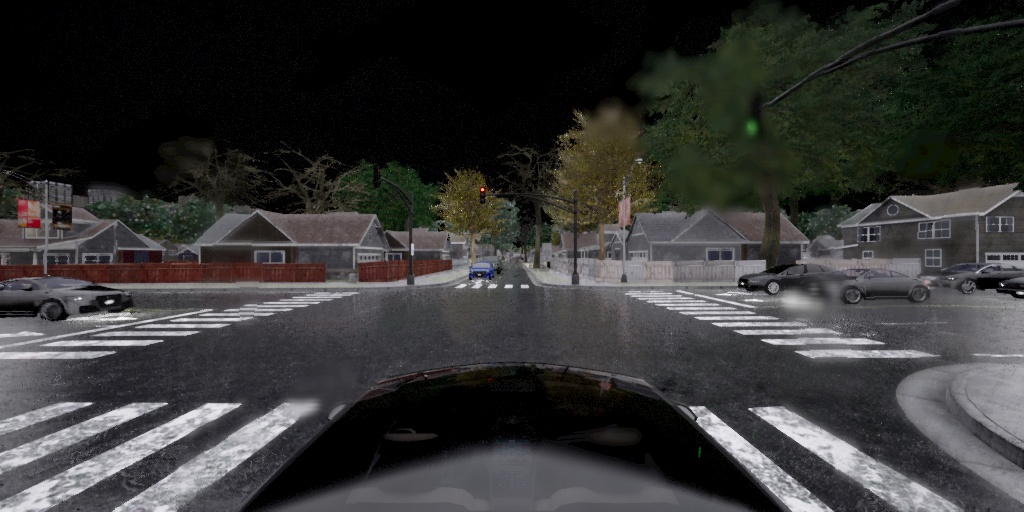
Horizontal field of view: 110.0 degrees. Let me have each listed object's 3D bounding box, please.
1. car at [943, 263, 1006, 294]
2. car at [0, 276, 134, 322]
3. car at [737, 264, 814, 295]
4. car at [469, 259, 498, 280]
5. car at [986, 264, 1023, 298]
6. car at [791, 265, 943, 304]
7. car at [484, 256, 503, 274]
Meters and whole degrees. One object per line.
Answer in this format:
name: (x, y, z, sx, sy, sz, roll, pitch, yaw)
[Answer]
car: (23.593, 1.094, 18.197, 4.902, 1.511, 2.128, 0, 0, 1)
car: (-15.641, 1.398, 12.158, 4.181, 1.385, 1.994, 0, 0, 0)
car: (14.263, 1.159, 18.335, 4.892, 1.490, 1.837, 0, 0, 2)
car: (-2.592, 1.242, 31.429, 1.882, 1.535, 5.008, 0, 0, 1)
car: (23.954, 1.150, 14.939, 5.357, 1.411, 2.033, 0, 0, 1)
car: (14.717, 1.217, 15.087, 4.181, 1.385, 1.994, 0, 0, 1)
car: (-2.397, 0.994, 41.665, 2.150, 2.045, 5.566, 0, 0, 1)
